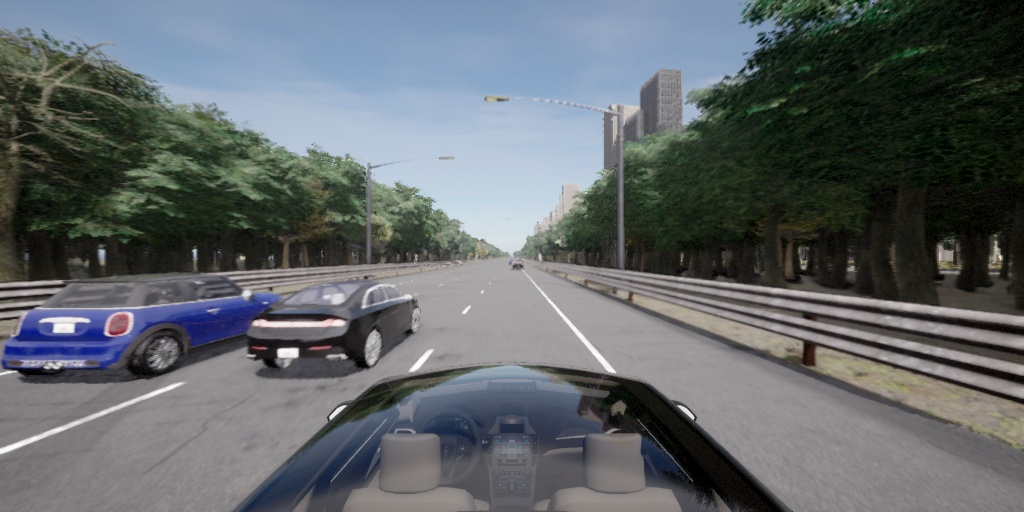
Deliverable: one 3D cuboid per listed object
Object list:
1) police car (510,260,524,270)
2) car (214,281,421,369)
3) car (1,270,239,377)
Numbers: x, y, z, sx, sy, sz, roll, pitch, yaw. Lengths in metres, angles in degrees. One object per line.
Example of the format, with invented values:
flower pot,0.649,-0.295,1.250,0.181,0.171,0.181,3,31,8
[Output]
police car,1.061,1.516,61.648,1.930,1.638,5.238,0,0,0
car,-3.399,1.281,7.871,2.128,1.511,4.902,0,0,0
car,-6.898,1.140,7.648,2.097,1.767,4.553,0,0,0
